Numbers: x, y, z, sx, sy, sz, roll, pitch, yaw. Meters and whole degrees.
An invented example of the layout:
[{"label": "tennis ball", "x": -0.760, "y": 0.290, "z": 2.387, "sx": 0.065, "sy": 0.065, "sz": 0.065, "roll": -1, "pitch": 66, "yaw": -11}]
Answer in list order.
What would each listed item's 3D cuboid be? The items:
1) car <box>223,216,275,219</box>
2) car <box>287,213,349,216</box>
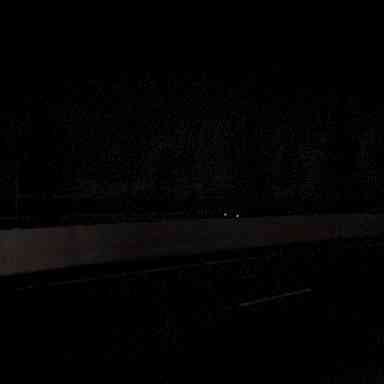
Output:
[{"label": "car", "x": 4.489, "y": 1.606, "z": 22.554, "sx": 4.718, "sy": 1.301, "sz": 1.895, "roll": 0, "pitch": 0, "yaw": -26}, {"label": "car", "x": 8.630, "y": 1.537, "z": 20.685, "sx": 4.892, "sy": 1.490, "sz": 1.837, "roll": 0, "pitch": 0, "yaw": -25}]
